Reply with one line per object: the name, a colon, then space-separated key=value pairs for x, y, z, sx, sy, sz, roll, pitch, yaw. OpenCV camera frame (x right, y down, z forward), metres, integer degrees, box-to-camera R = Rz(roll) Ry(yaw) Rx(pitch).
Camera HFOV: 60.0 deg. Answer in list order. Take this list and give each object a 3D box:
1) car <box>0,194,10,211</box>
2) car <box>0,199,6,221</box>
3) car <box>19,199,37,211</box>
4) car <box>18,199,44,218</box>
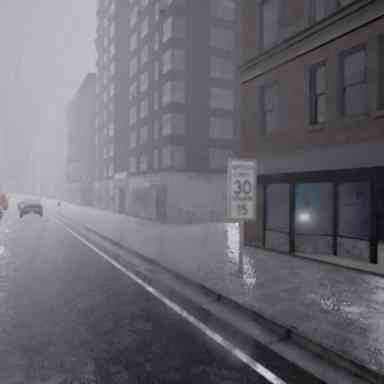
car: x=-23.669 y=1.193 z=40.686 sx=2.150 sy=2.045 sz=5.566 roll=0 pitch=0 yaw=-28
car: x=-16.298 y=1.539 z=26.667 sx=1.994 sy=1.385 sz=4.181 roll=0 pitch=0 yaw=-28
car: x=-20.718 y=1.552 z=41.934 sx=1.994 sy=1.385 sz=4.181 roll=0 pitch=0 yaw=-27
car: x=-14.771 y=1.499 z=30.610 sx=1.837 sy=1.490 sz=4.892 roll=0 pitch=0 yaw=-27
